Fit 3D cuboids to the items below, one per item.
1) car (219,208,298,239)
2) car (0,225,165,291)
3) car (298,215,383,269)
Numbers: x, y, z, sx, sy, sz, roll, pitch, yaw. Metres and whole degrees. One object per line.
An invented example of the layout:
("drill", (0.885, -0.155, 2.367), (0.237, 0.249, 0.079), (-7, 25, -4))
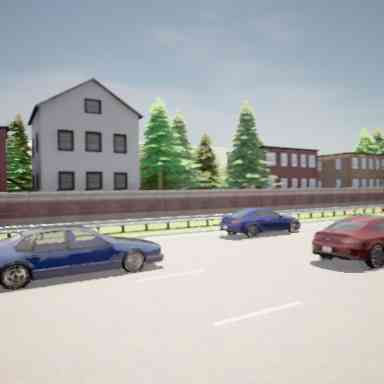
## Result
("car", (3.620, 1.553, 17.602), (4.674, 1.442, 1.812), (-1, 0, -30))
("car", (-3.523, 1.671, 9.410), (5.357, 1.411, 2.033), (-1, 0, -30))
("car", (5.912, 1.474, 10.840), (4.674, 1.442, 1.812), (-1, 0, -30))
